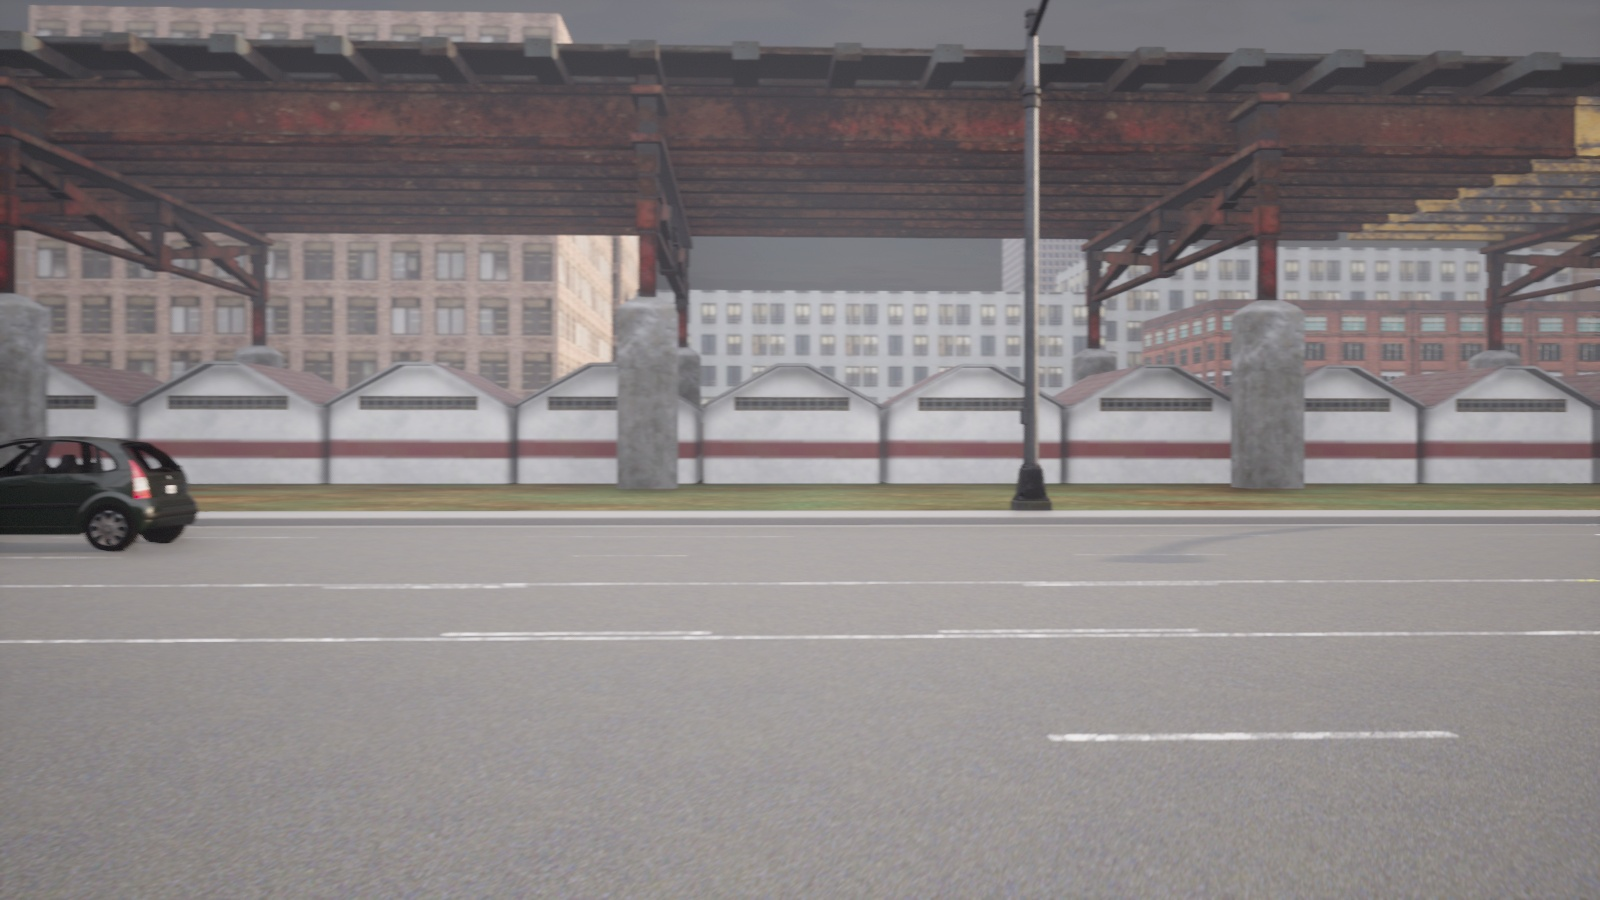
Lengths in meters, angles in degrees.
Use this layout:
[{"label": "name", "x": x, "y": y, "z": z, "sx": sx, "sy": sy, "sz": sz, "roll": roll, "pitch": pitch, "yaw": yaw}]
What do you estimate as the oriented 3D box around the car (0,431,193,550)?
[{"label": "car", "x": -11.144, "y": 0.543, "z": 17.991, "sx": 3.988, "sy": 1.617, "sz": 1.851, "roll": 0, "pitch": 0, "yaw": -3}]
